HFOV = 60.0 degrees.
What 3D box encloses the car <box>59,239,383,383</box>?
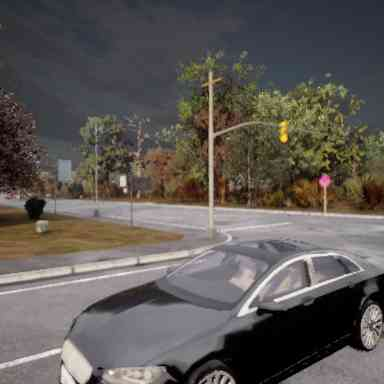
[{"bbox_3d":[0.838,1.474,4.508,4.902,1.511,2.128,0,0,-36],"label":"car"}]
